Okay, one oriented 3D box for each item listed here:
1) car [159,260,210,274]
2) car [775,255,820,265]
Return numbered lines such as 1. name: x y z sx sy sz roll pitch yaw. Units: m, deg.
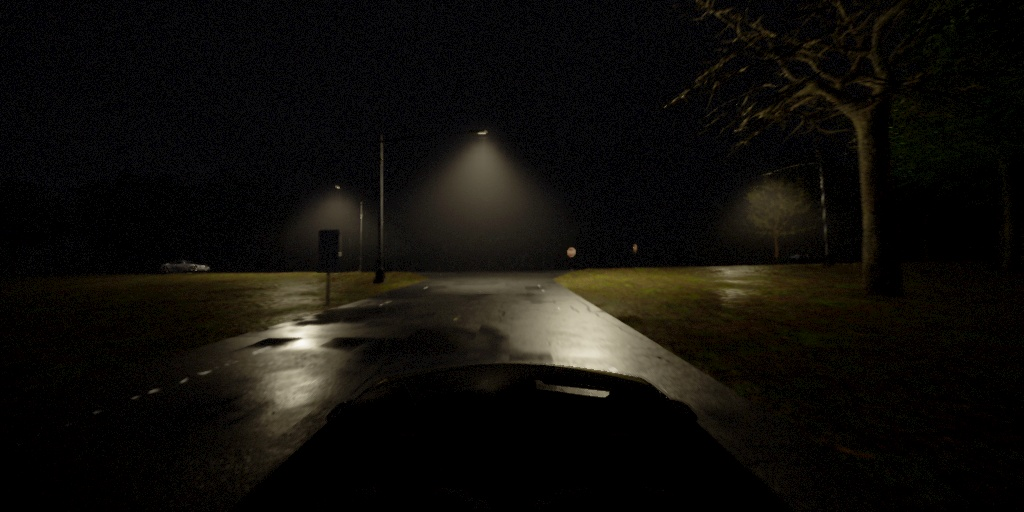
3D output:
1. car: -35.634 1.203 39.097 4.674 1.442 1.812 -1 -3 1
2. car: 36.930 0.558 46.538 4.718 1.301 1.895 -1 -3 -1
